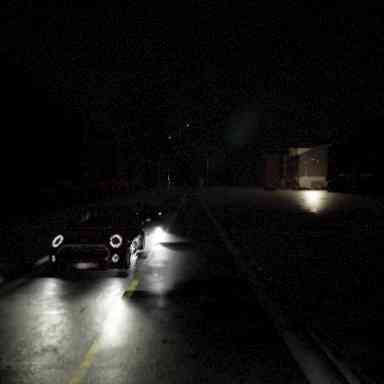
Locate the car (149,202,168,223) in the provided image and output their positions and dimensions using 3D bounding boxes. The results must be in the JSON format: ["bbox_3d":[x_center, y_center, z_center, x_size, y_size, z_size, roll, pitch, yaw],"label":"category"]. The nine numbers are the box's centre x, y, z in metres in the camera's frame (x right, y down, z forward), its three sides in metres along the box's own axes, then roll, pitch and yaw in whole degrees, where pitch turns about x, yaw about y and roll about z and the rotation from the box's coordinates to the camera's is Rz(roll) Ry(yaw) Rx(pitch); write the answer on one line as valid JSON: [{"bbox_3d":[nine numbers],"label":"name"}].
[{"bbox_3d":[-2.763,1.432,23.372,1.895,1.301,4.718,0,1,0],"label":"car"}]

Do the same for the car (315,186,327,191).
[{"bbox_3d":[31.773,-0.877,80.031,4.313,1.339,1.947,-1,1,0],"label":"car"}]

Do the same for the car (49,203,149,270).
[{"bbox_3d":[-2.844,1.298,10.862,2.097,1.767,4.553,0,1,0],"label":"car"}]

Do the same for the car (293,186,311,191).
[{"bbox_3d":[26.510,-0.811,80.029,4.206,1.307,1.802,-1,1,0],"label":"car"}]

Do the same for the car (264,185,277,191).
[{"bbox_3d":[18.740,-0.886,78.297,1.802,1.307,4.206,1,1,0],"label":"car"}]

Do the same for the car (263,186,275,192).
[{"bbox_3d":[18.750,-0.768,81.224,1.947,1.339,4.313,1,1,0],"label":"car"}]
